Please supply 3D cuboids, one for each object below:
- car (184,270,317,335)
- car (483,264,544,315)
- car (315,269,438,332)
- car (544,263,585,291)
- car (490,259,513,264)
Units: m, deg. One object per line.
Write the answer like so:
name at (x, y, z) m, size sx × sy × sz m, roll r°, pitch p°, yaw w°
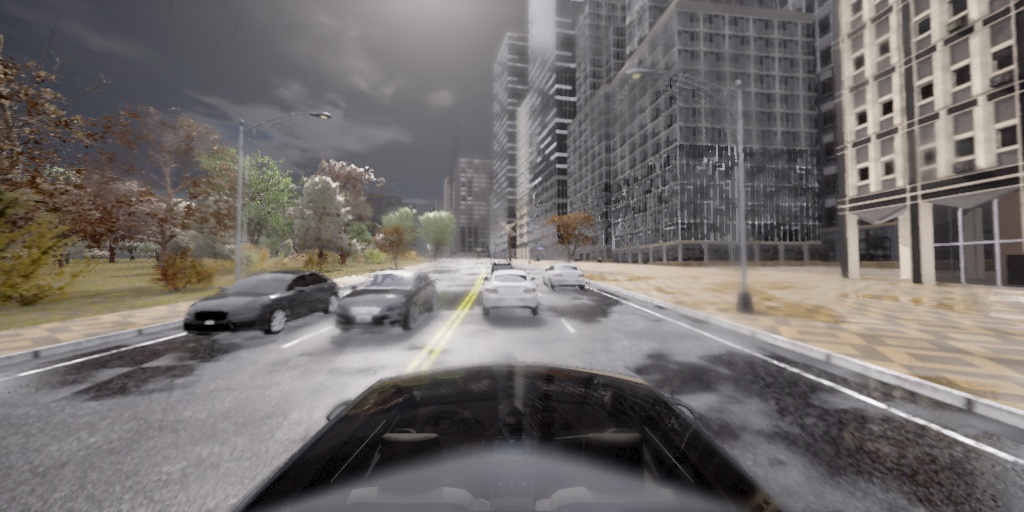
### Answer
car at (-6.710, 1.193, 10.318) m, size 1.837 × 1.490 × 4.892 m, roll 0°, pitch 0°, yaw -1°
car at (-0.077, 1.191, 13.073) m, size 1.812 × 1.442 × 4.674 m, roll 0°, pitch 0°, yaw -1°
car at (-3.471, 1.175, 10.739) m, size 2.128 × 1.511 × 4.902 m, roll 0°, pitch 0°, yaw -1°
car at (2.938, 1.137, 20.620) m, size 1.812 × 1.442 × 4.674 m, roll 0°, pitch 0°, yaw -2°
car at (-0.921, 1.018, 32.473) m, size 2.128 × 1.511 × 4.902 m, roll 0°, pitch 0°, yaw -4°
